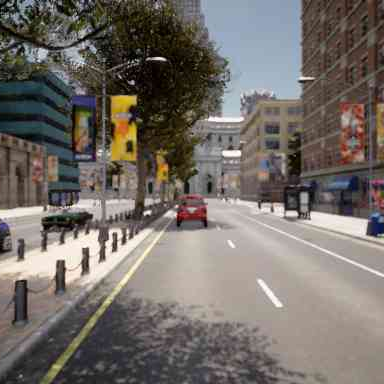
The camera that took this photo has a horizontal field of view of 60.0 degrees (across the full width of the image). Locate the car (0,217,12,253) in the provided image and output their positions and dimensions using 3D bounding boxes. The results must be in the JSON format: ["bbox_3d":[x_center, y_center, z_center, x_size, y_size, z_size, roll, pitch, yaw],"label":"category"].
[{"bbox_3d":[-8.091,1.412,11.077,2.097,1.767,4.553,0,0,0],"label":"car"}]

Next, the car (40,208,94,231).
[{"bbox_3d":[-8.044,1.718,21.841,1.895,1.301,4.718,0,0,1],"label":"car"}]

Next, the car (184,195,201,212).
[{"bbox_3d":[0.088,1.447,43.170,2.150,2.045,5.566,0,-1,0],"label":"car"}]

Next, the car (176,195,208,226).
[{"bbox_3d":[0.023,1.357,24.657,2.150,2.045,5.566,0,0,0],"label":"car"}]
